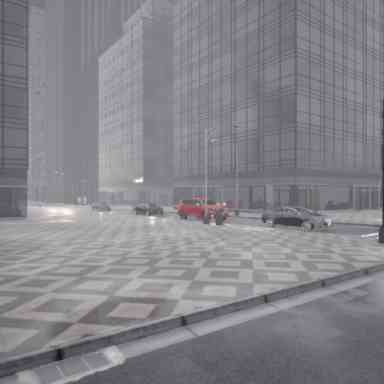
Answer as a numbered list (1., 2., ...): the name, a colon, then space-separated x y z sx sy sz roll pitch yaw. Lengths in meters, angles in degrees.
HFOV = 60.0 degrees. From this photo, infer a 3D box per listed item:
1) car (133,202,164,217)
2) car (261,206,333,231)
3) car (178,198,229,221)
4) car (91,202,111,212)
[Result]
1. car: -5.087 1.978 38.310 1.882 1.535 5.008 0 -1 -36
2. car: 6.793 1.681 21.924 2.128 1.511 4.902 0 -1 -36
3. car: 0.884 1.565 30.059 2.150 2.045 5.566 0 -1 -37
4. car: -13.909 2.261 50.628 1.837 1.490 4.892 0 -1 -36
